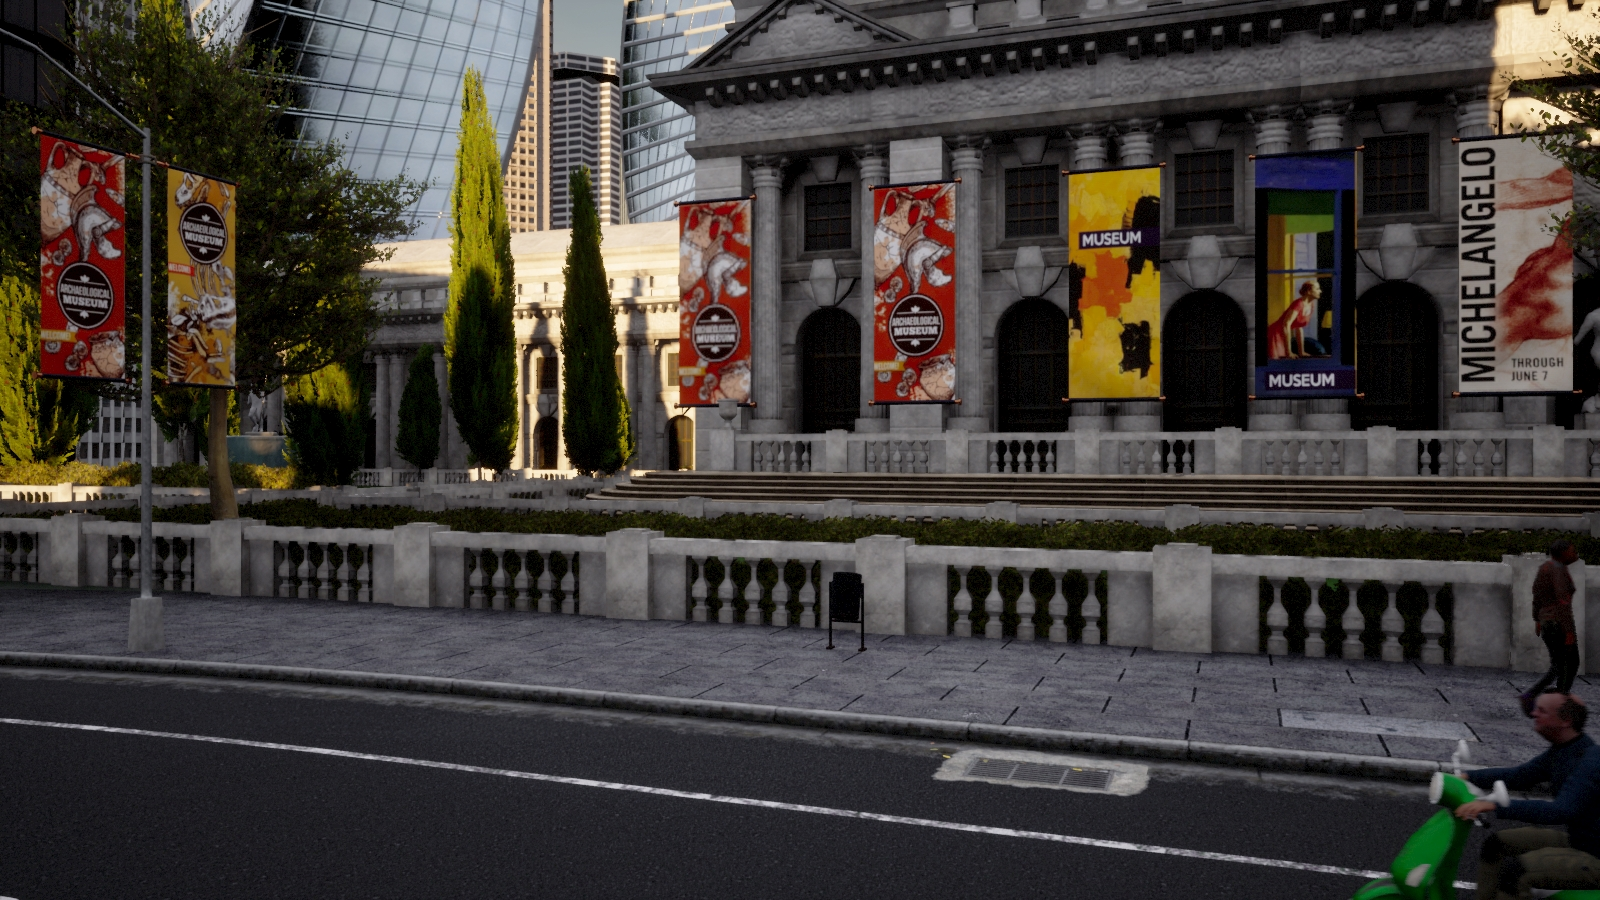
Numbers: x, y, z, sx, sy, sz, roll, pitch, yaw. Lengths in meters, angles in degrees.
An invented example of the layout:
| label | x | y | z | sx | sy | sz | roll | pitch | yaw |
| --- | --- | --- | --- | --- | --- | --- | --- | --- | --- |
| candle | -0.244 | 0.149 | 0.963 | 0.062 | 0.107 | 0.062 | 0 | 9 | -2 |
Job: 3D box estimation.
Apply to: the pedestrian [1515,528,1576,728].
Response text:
| label | x | y | z | sx | sy | sz | roll | pitch | yaw |
| --- | --- | --- | --- | --- | --- | --- | --- | --- | --- |
| pedestrian | 7.165 | 1.696 | 10.996 | 0.375 | 1.860 | 0.375 | 0 | 0 | 10 |

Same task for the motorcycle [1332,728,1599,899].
| label | x | y | z | sx | sy | sz | roll | pitch | yaw |
| --- | --- | --- | --- | --- | --- | --- | --- | --- | --- |
| motorcycle | 3.688 | 2.182 | 5.711 | 1.805 | 1.236 | 0.856 | 0 | 0 | 20 |
